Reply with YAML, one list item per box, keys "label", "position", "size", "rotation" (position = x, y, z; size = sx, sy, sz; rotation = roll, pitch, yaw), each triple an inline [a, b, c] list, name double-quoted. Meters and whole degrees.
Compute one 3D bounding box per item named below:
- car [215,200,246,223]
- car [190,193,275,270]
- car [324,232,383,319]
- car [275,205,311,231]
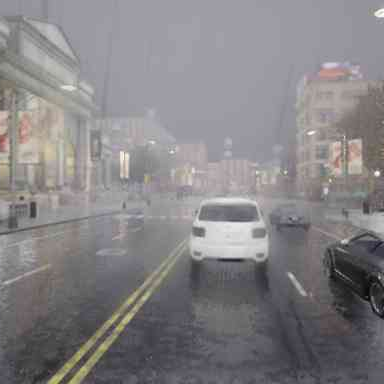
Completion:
- label: "car"
  position: [2.967, 1.417, 25.755]
  size: [2.128, 1.511, 4.902]
  rotation: [0, 0, 7]
- label: "car"
  position: [1.236, 1.191, 11.133]
  size: [2.150, 2.045, 5.566]
  rotation: [0, 0, 6]
- label: "car"
  position: [4.366, 1.553, 7.236]
  size: [1.994, 1.385, 4.181]
  rotation: [0, 0, 6]
- label: "car"
  position: [5.846, 1.498, 20.368]
  size: [2.033, 1.411, 5.357]
  rotation: [0, 0, 7]
